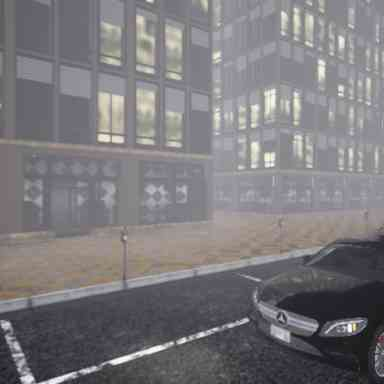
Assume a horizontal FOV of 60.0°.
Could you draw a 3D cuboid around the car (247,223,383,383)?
[{"bbox_3d":[2.998,1.500,5.501,4.674,1.442,1.812,0,0,-35],"label":"car"}]
